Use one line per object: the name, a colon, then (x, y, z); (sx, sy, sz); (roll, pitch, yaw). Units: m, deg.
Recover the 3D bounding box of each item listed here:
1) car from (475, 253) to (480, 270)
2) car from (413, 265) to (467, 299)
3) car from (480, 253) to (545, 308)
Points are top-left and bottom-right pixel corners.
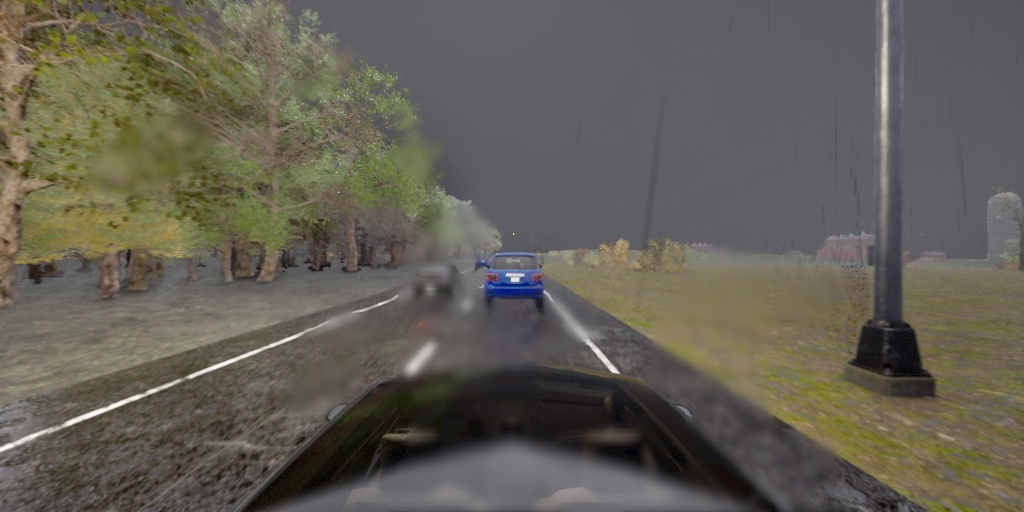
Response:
car: (-3.374, 0.675, 44.870); (2.150, 2.045, 5.566); (0, 0, 0)
car: (-3.390, 1.149, 17.346); (1.837, 1.490, 4.892); (0, 0, 0)
car: (0.106, 0.883, 14.769); (2.150, 2.045, 5.566); (0, 0, 0)
